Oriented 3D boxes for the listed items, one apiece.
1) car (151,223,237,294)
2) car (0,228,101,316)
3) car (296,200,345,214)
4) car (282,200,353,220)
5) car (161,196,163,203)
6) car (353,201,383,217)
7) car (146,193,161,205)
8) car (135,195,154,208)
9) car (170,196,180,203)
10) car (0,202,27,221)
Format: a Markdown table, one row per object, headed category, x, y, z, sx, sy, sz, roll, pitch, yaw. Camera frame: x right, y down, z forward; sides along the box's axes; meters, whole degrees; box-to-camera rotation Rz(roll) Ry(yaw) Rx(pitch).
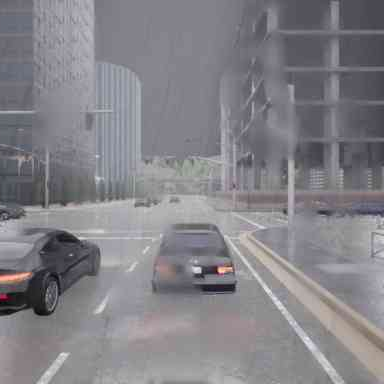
| category | x | y | z | sx | sy | sz | roll | pitch | yaw |
| --- | --- | --- | --- | --- | --- | --- | --- | --- | --- |
| car | 0.050 | 1.547 | 8.900 | 2.033 | 1.411 | 5.357 | 0 | 0 | 0 |
| car | -3.457 | 1.526 | 7.382 | 1.812 | 1.442 | 4.674 | 0 | 0 | 0 |
| car | 12.964 | 1.508 | 33.698 | 4.181 | 1.385 | 1.994 | 0 | 0 | 0 |
| car | 9.660 | 1.435 | 26.467 | 4.902 | 1.511 | 2.128 | 0 | 0 | 0 |
| car | -7.170 | 1.352 | 68.298 | 2.097 | 1.767 | 4.553 | 0 | 0 | 0 |
| car | 15.833 | 1.492 | 30.215 | 5.357 | 1.411 | 2.033 | 0 | 0 | 0 |
| car | -7.215 | 1.221 | 58.476 | 2.150 | 2.045 | 5.566 | 0 | 0 | 0 |
| car | -7.212 | 1.564 | 49.157 | 1.994 | 1.385 | 4.181 | 0 | 0 | 0 |
| car | -3.557 | 1.547 | 69.624 | 2.033 | 1.411 | 5.357 | 0 | 0 | 0 |
| car | -15.609 | 1.464 | 26.088 | 4.892 | 1.490 | 1.837 | 0 | 0 | -1 |
